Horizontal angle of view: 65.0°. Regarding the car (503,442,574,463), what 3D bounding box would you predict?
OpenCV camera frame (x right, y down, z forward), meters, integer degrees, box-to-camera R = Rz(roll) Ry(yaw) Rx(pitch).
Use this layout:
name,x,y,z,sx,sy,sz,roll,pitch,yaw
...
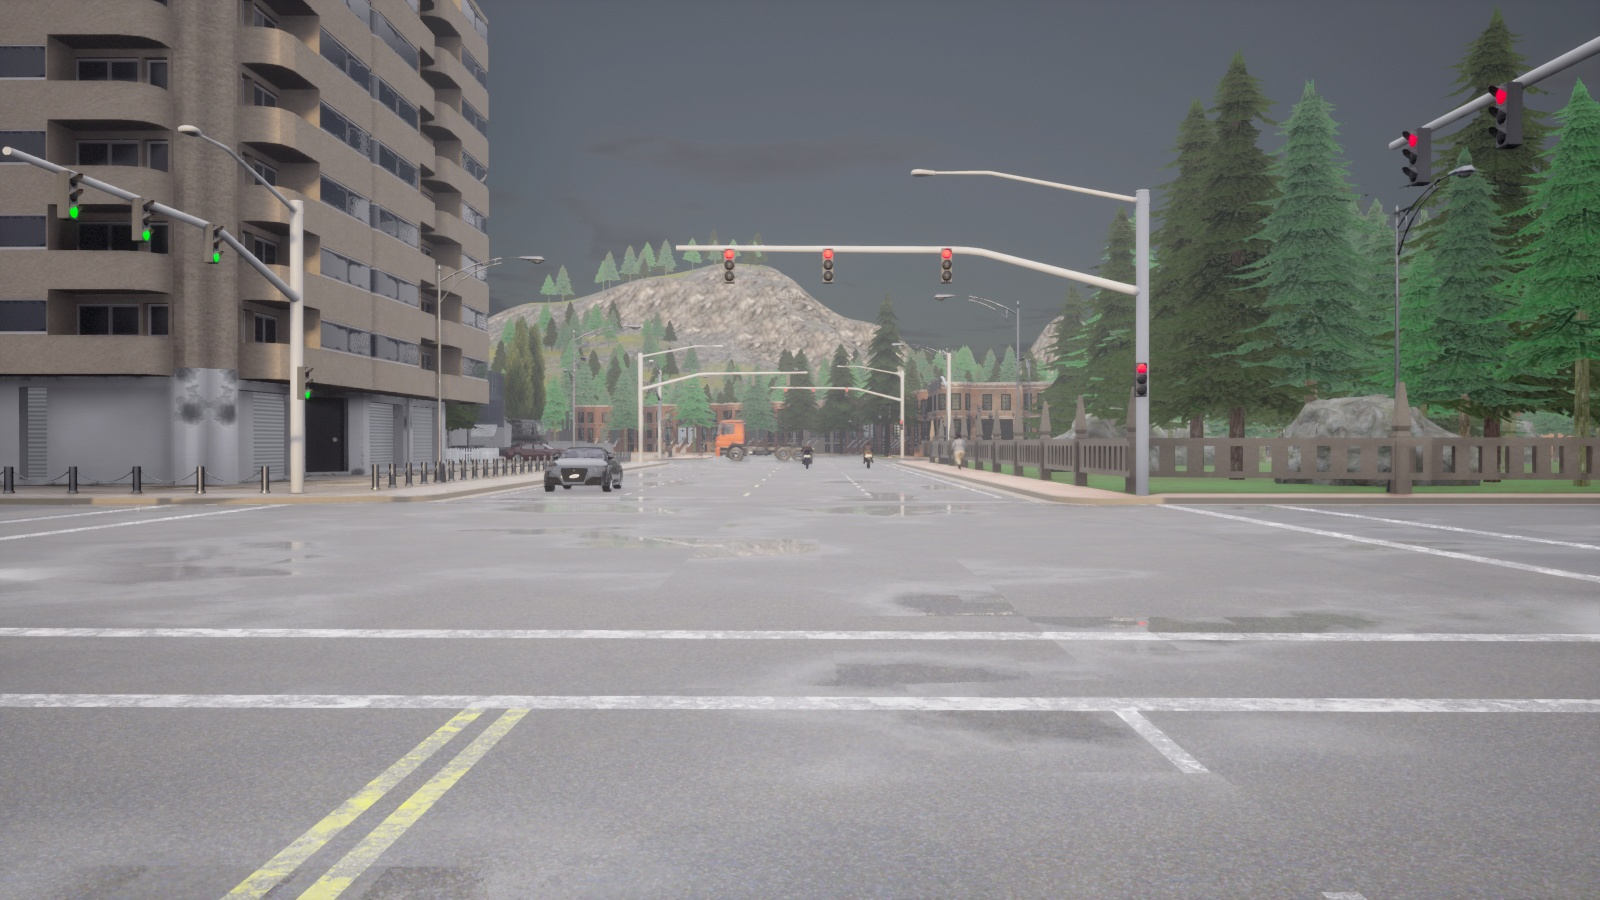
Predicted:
name,x,y,z,sx,sy,sz,roll,pitch,yaw
car,-19.808,0.170,95.341,5.008,1.535,1.882,0,0,0

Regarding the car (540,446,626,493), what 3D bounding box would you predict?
name,x,y,z,sx,sy,sz,roll,pitch,yaw
car,-6.774,0.582,39.592,1.994,1.385,4.181,0,0,0

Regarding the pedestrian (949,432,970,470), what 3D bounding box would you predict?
name,x,y,z,sx,sy,sz,roll,pitch,yaw
pedestrian,7.840,0.062,61.826,0.874,1.855,0.900,0,0,-2
